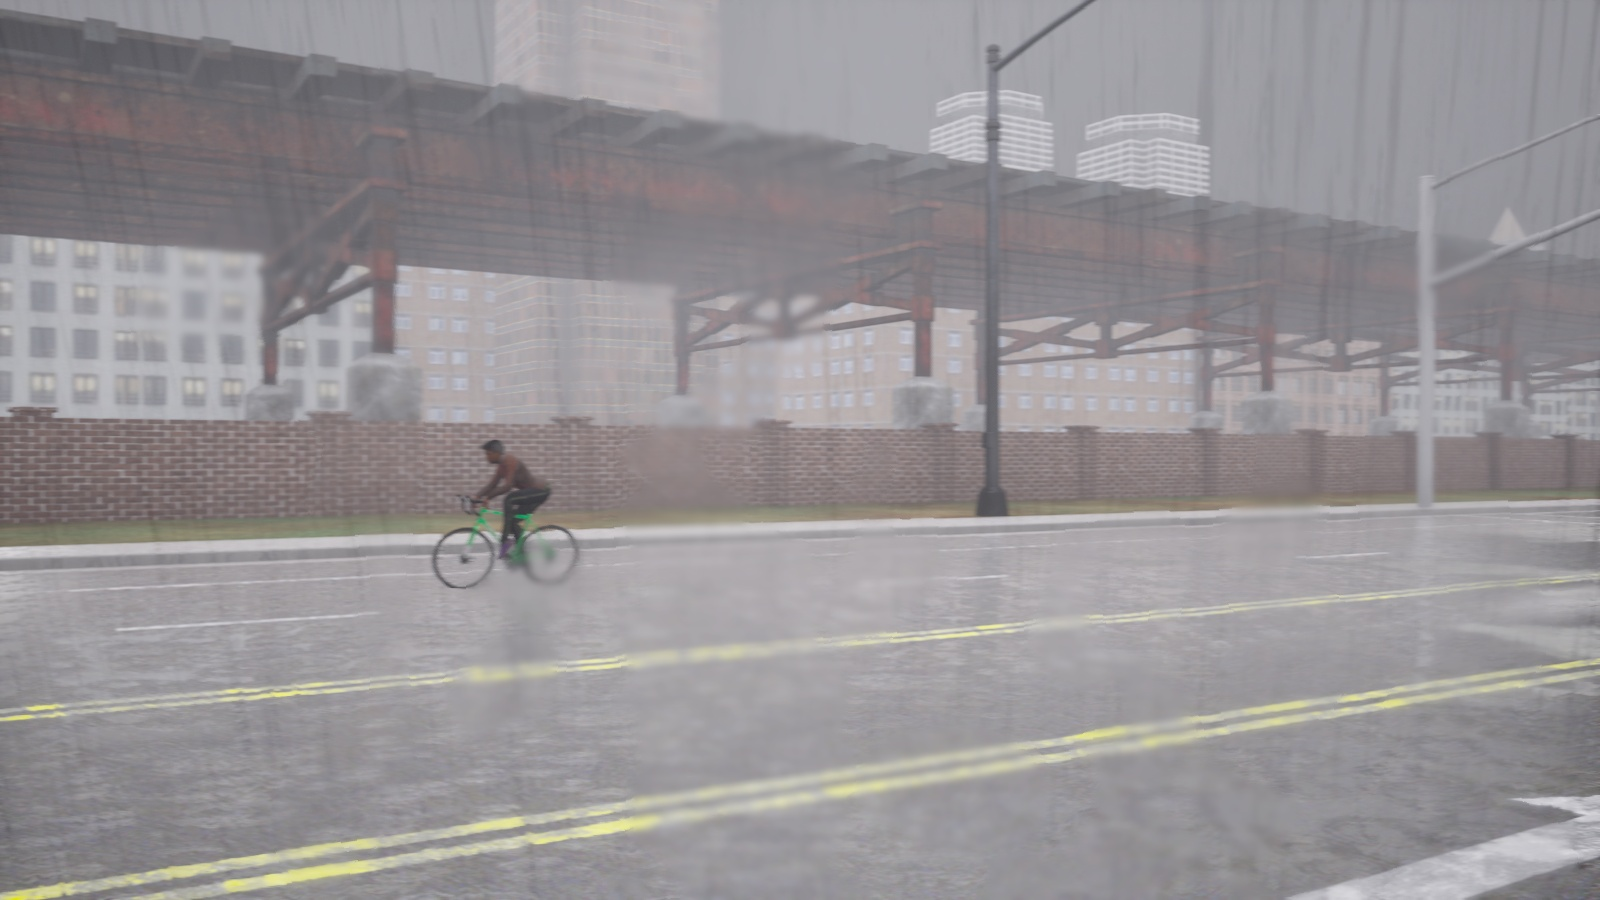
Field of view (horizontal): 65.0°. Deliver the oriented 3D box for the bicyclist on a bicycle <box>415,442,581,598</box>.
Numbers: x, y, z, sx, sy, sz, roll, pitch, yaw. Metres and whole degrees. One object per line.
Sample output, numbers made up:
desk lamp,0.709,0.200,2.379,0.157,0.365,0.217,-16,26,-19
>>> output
bicyclist on a bicycle,-3.290,0.724,13.727,1.656,1.620,0.582,0,0,-30
